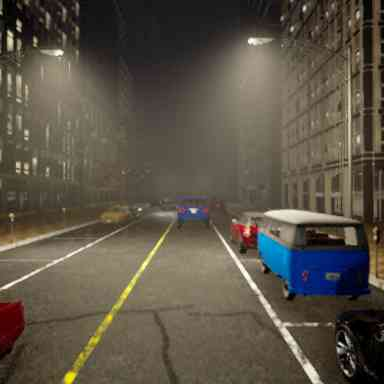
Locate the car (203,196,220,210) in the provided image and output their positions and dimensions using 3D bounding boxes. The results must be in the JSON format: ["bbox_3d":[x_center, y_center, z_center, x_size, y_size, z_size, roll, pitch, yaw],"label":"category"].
[{"bbox_3d":[2.713,1.578,48.069,2.192,1.841,5.009,0,0,0],"label":"car"}]

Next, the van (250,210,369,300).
[{"bbox_3d":[2.697,1.391,8.225,1.690,1.788,3.998,0,0,0],"label":"van"}]

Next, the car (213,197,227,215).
[{"bbox_3d":[2.708,1.520,36.684,2.192,1.841,5.009,0,0,0],"label":"car"}]

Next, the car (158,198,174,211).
[{"bbox_3d":[-3.074,1.846,44.474,1.895,1.301,4.718,0,0,0],"label":"car"}]

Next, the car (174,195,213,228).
[{"bbox_3d":[0.111,1.358,23.783,2.150,2.045,5.566,0,0,0],"label":"car"}]

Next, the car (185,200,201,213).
[{"bbox_3d":[0.116,1.732,41.217,1.837,1.490,4.892,0,-1,0],"label":"car"}]

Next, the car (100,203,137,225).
[{"bbox_3d":[-5.678,1.669,25.143,1.752,1.417,4.829,0,0,0],"label":"car"}]

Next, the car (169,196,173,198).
[{"bbox_3d":[-5.660,1.954,70.850,1.802,1.307,4.206,0,0,0],"label":"car"}]

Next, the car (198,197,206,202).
[{"bbox_3d":[2.726,2.015,87.912,1.947,1.339,4.313,0,0,0],"label":"car"}]

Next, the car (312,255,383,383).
[{"bbox_3d":[2.694,1.582,2.530,1.947,1.339,4.313,0,0,0],"label":"car"}]

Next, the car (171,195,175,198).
[{"bbox_3d":[-5.657,1.974,82.236,2.008,1.369,4.403,0,0,0],"label":"car"}]

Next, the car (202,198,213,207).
[{"bbox_3d":[2.716,1.845,59.621,1.752,1.417,4.829,0,0,0],"label":"car"}]

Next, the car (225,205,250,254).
[{"bbox_3d":[2.699,1.522,13.916,1.967,1.590,4.097,0,0,0],"label":"car"}]

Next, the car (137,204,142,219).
[{"bbox_3d":[-5.676,1.726,31.006,2.008,1.369,4.403,0,0,0],"label":"car"}]

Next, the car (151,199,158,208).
[{"bbox_3d":[-5.667,1.842,53.775,2.008,1.369,4.403,0,0,0],"label":"car"}]

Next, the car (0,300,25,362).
[{"bbox_3d":[-3.098,1.614,2.095,1.895,1.301,4.718,0,0,0],"label":"car"}]

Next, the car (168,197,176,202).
[{"bbox_3d":[-5.652,2.019,93.620,1.887,1.381,4.507,0,0,0],"label":"car"}]
